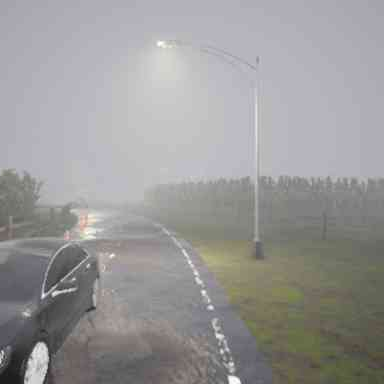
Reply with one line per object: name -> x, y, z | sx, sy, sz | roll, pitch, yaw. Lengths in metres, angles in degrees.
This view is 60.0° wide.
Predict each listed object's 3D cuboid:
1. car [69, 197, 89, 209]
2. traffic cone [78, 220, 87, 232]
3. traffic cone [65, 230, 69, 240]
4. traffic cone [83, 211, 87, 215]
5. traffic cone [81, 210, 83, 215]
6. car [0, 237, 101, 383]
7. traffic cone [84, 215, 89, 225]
car -> -19.199, 1.797, 56.399 | 2.150, 2.045, 5.566 | 0, -1, -33
traffic cone -> -6.936, 2.176, 20.757 | 0.340, 0.580, 0.340 | 0, -1, -12
traffic cone -> -6.005, 2.125, 15.968 | 0.340, 0.580, 0.340 | 0, -1, -10
traffic cone -> -9.493, 2.274, 30.170 | 0.340, 0.580, 0.340 | 0, -1, -18
traffic cone -> -11.113, 2.321, 34.772 | 0.340, 0.580, 0.340 | 0, -1, -21
car -> -2.693, 1.559, 5.094 | 1.837, 1.490, 4.892 | 0, -1, -4
traffic cone -> -8.100, 2.226, 25.495 | 0.340, 0.580, 0.340 | 0, -1, -15
